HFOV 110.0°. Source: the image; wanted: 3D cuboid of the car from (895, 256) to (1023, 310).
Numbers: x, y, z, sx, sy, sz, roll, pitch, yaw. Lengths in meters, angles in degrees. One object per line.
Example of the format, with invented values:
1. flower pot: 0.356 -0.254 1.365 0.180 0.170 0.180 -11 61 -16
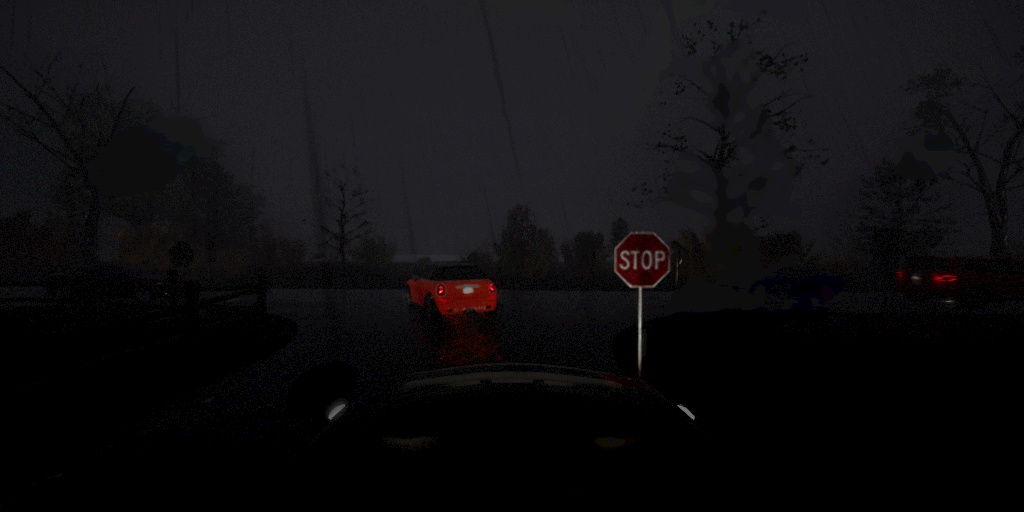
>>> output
1. car: 19.065 1.028 14.527 5.566 2.045 2.150 0 1 0

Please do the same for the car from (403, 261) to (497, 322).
1. car: -2.278 1.011 12.337 2.097 1.767 4.553 -1 1 -28

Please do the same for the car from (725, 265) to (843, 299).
1. car: 13.132 1.197 17.496 5.008 1.535 1.882 0 1 0

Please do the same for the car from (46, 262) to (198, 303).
1. car: -15.694 1.031 14.629 5.008 1.535 1.882 0 1 0
